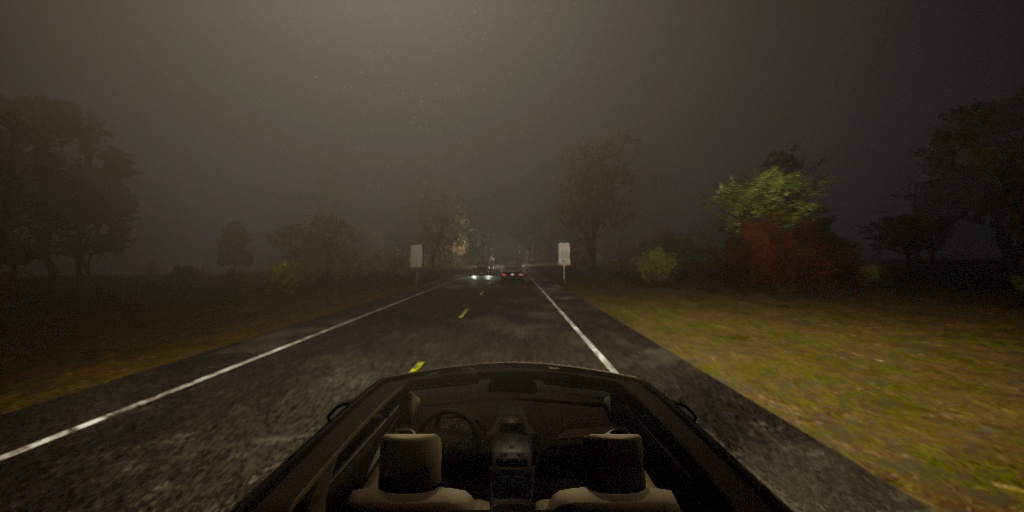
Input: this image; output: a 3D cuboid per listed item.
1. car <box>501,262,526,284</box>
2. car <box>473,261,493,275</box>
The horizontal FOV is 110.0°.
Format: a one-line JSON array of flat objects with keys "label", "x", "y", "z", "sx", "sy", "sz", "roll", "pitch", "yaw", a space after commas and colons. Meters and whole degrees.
[{"label": "car", "x": 0.066, "y": 1.394, "z": 28.028, "sx": 2.033, "sy": 1.411, "sz": 5.357, "roll": -1, "pitch": 0, "yaw": 1}, {"label": "car", "x": -3.420, "y": 1.354, "z": 42.675, "sx": 2.097, "sy": 1.767, "sz": 4.553, "roll": -1, "pitch": 0, "yaw": 0}]
